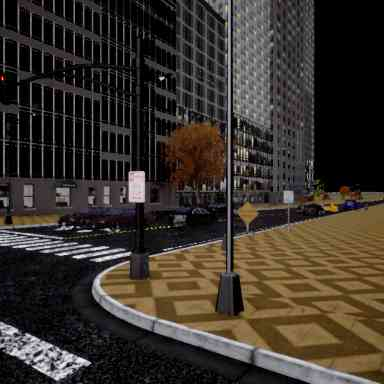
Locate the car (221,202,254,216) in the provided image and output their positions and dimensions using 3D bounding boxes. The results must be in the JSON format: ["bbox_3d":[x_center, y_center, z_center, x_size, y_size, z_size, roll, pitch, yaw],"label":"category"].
[{"bbox_3d":[5.866,2.034,40.284,2.097,1.767,4.553,0,-1,33],"label":"car"}]

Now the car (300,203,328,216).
[{"bbox_3d":[16.288,2.354,44.210,1.837,1.490,4.892,0,-1,33],"label":"car"}]

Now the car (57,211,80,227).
[{"bbox_3d":[-7.535,1.873,25.518,2.033,1.411,5.357,0,-1,33],"label":"car"}]

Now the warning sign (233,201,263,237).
[{"bbox_3d":[3.112,1.454,18.562,1.300,1.860,1.060,1,1,33],"label":"warning sign"}]

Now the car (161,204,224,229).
[{"bbox_3d":[0.151,1.893,25.054,2.128,1.511,4.902,0,-1,33],"label":"car"}]

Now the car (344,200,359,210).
[{"bbox_3d":[31.485,2.537,65.764,2.150,2.045,5.566,0,-1,33],"label":"car"}]

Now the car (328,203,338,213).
[{"bbox_3d":[21.886,2.510,52.975,1.882,1.535,5.008,0,-1,33],"label":"car"}]

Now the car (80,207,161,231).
[{"bbox_3d":[-4.883,1.874,23.634,2.033,1.411,5.357,0,-1,33],"label":"car"}]

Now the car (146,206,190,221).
[{"bbox_3d":[-2.338,2.098,33.577,1.895,1.301,4.718,0,-1,33],"label":"car"}]
